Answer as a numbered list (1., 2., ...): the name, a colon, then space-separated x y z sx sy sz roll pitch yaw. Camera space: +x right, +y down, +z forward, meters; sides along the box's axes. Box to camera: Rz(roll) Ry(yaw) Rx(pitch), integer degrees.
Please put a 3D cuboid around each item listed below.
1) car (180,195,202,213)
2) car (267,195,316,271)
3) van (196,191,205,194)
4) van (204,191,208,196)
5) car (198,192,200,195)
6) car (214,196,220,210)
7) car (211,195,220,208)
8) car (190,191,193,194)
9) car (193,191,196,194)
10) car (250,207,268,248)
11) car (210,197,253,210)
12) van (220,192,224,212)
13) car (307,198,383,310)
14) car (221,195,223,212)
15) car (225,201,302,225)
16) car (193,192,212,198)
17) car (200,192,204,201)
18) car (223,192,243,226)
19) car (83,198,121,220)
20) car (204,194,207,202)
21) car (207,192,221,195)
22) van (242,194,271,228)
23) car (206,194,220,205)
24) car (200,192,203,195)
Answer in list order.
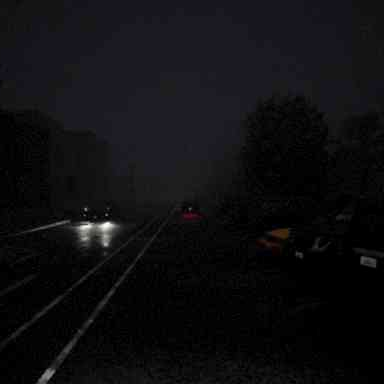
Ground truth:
1. car: -0.202 1.425 35.964 1.837 1.490 4.892 0 0 -1
2. car: 5.209 1.221 9.085 5.566 2.045 2.435 1 0 -20
3. van: 3.828 0.882 71.292 4.442 1.987 1.878 0 1 -23
4. van: 4.789 1.057 53.622 4.442 1.987 1.878 1 0 -22
5. car: 4.206 1.210 65.426 4.674 1.452 2.002 0 1 -22
6. car: 5.057 1.447 32.799 4.792 1.488 2.163 1 0 -21
7. car: 5.182 1.402 35.815 5.366 1.575 1.946 1 0 -21
8. car: 3.224 0.743 83.216 5.566 2.045 2.435 0 0 -24
9. car: 3.595 1.074 74.234 5.366 1.575 1.946 0 1 -24
10. car: 5.042 1.465 11.982 5.366 1.575 1.946 1 0 -21
11. car: 4.949 1.371 41.692 4.892 1.521 2.231 1 1 -21
12. van: 5.163 1.204 29.870 4.442 1.987 1.878 1 0 -20
13. car: 5.280 1.224 6.158 5.566 2.045 2.435 1 0 -20
14. car: 5.111 1.314 26.871 4.553 1.767 2.185 1 0 -20
15. car: 5.114 1.449 23.897 5.008 1.535 2.097 1 0 -21
16. car: 2.726 0.817 89.118 4.553 1.767 2.185 0 0 -25
17. car: 4.579 1.256 56.546 5.008 1.535 2.097 1 0 -22
18. car: 5.162 1.205 20.952 5.566 2.045 2.435 1 0 -21
19. car: -7.259 1.310 27.113 2.097 1.767 4.553 0 0 0
20. car: 4.764 1.346 50.604 4.674 1.452 2.002 1 1 -22
21. car: 4.866 1.224 44.653 4.553 1.767 2.185 1 0 -21
22. van: 5.264 1.237 18.027 4.442 1.987 1.878 1 0 -20
23. car: 4.806 1.383 38.653 5.366 1.575 1.946 1 1 -21
24. car: 4.652 1.228 59.584 5.366 1.575 1.946 0 0 -23
